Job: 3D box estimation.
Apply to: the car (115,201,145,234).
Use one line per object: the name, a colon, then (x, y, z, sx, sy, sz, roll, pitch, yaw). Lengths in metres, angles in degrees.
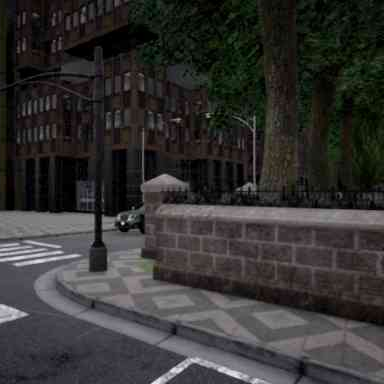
car: (-2.520, 1.575, 22.088, 2.150, 2.045, 5.566, 0, -1, 35)
